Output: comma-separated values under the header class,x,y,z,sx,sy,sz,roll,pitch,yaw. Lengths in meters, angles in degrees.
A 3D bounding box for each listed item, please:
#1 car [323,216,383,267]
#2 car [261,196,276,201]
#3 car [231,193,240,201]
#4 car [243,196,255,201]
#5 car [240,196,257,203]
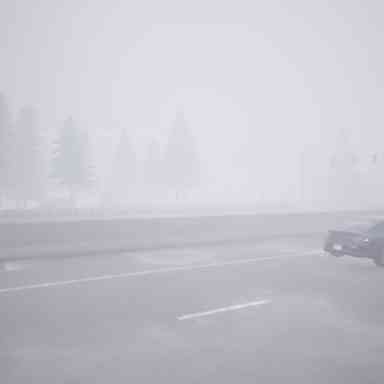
class,x,y,z,sx,sy,sz,roll,pitch,yaw
car,6.570,1.552,11.425,4.674,1.442,1.812,0,0,-28
car,17.148,1.679,74.602,1.994,1.385,4.181,0,0,-14
car,12.007,1.365,91.505,2.150,2.045,5.566,0,0,1
car,15.533,1.684,90.468,2.033,1.411,5.357,0,0,-3
car,13.302,1.622,75.957,1.837,1.490,4.892,0,0,-10
